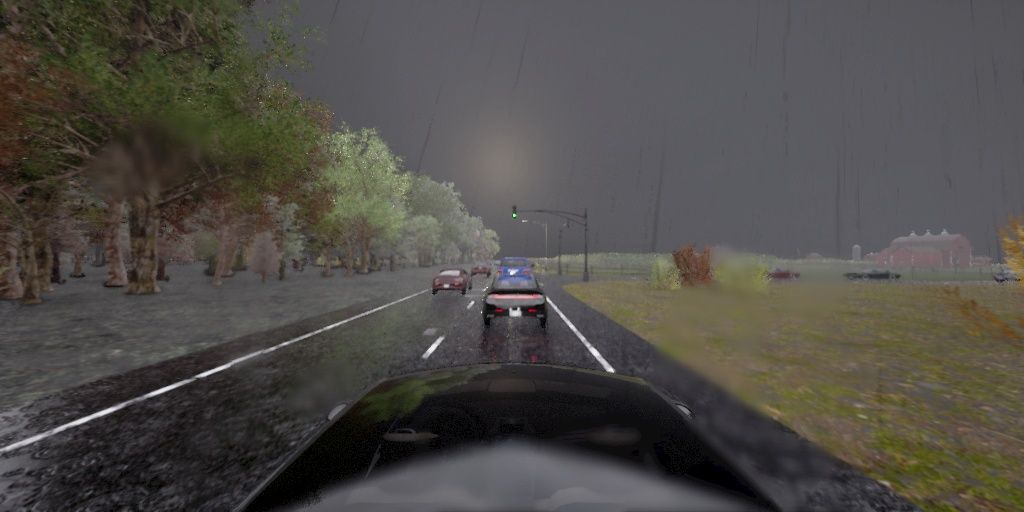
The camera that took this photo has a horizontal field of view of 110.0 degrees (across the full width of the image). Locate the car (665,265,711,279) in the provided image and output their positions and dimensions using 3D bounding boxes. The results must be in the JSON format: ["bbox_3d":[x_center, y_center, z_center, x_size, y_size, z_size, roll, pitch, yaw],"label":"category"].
[{"bbox_3d":[19.344,1.757,39.714,4.892,1.490,1.837,1,-1,0],"label":"car"}]

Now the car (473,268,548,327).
[{"bbox_3d":[0.089,1.306,11.814,2.128,1.511,4.902,0,0,0],"label":"car"}]

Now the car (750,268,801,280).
[{"bbox_3d":[29.004,1.958,39.676,4.718,1.301,1.895,1,-1,0],"label":"car"}]

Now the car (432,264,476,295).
[{"bbox_3d":[-3.415,1.400,20.965,1.812,1.442,4.674,0,0,0],"label":"car"}]

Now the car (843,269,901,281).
[{"bbox_3d":[39.723,2.074,39.631,4.718,1.301,1.895,1,-1,0],"label":"car"}]

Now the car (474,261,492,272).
[{"bbox_3d":[-3.443,1.354,41.381,2.097,1.767,4.553,0,0,0],"label":"car"}]

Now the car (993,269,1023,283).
[{"bbox_3d":[51.310,2.042,35.968,4.674,1.442,1.812,1,-1,1],"label":"car"}]

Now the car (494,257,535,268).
[{"bbox_3d":[0.309,1.116,23.973,2.150,2.045,5.566,0,0,5],"label":"car"}]
